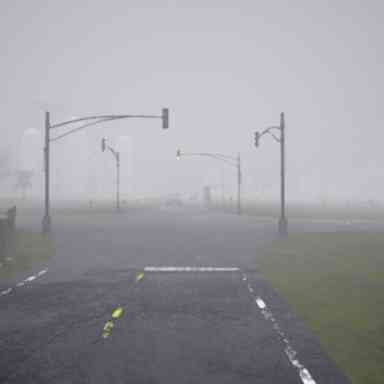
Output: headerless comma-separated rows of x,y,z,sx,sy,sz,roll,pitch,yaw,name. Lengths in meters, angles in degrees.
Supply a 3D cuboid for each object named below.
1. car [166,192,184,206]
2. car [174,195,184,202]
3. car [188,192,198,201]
-2.674,1.077,51.209,2.150,2.045,5.566,0,0,1,car
-2.531,1.340,67.806,1.812,1.442,4.674,0,0,0,car
0.257,1.290,75.318,1.837,1.490,4.892,0,0,0,car
